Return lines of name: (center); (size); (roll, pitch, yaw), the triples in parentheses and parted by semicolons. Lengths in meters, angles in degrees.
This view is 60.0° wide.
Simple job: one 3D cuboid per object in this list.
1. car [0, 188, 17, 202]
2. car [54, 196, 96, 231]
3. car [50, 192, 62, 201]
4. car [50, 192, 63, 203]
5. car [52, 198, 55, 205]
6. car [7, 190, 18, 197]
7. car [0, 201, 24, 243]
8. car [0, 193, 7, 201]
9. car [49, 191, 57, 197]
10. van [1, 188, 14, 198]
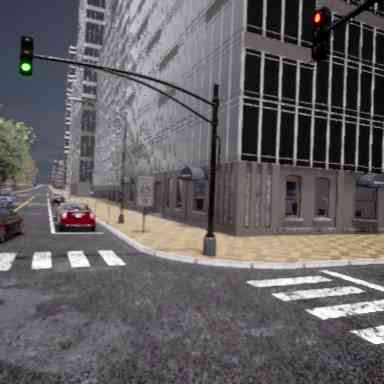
car: (-19.993, 0.727, 35.191); (2.097, 1.767, 4.553); (3, 0, -24)
car: (-6.767, 1.285, 19.334); (1.967, 1.590, 4.097); (3, -1, -24)
car: (-25.033, 0.849, 61.137); (1.752, 1.417, 4.829); (3, -1, -24)
car: (-18.143, 1.096, 45.361); (1.947, 1.339, 4.313); (3, -1, -24)
car: (-9.047, 1.348, 24.538); (1.947, 1.339, 4.313); (3, -1, -24)
car: (-39.465, 0.323, 73.256); (1.802, 1.307, 4.206); (3, 0, -24)
car: (-8.692, 1.286, 14.342); (1.994, 1.385, 4.181); (3, 0, -13)
car: (-15.922, 1.013, 25.831); (1.812, 1.442, 4.674); (3, 0, -23)
car: (-36.336, 0.538, 87.012); (1.802, 1.307, 4.206); (3, 0, -24)
van: (-34.904, 0.230, 62.843); (1.690, 1.788, 3.998); (3, -1, -24)
